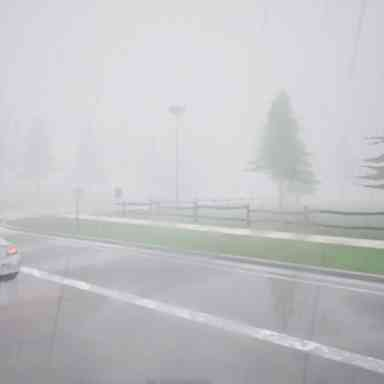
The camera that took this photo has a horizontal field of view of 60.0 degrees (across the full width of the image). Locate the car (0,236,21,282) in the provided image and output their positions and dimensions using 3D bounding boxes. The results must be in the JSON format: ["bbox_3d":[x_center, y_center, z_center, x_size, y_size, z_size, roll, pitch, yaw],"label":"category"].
[{"bbox_3d":[-6.069,1.469,8.295,4.674,1.442,1.812,0,0,36],"label":"car"}]
